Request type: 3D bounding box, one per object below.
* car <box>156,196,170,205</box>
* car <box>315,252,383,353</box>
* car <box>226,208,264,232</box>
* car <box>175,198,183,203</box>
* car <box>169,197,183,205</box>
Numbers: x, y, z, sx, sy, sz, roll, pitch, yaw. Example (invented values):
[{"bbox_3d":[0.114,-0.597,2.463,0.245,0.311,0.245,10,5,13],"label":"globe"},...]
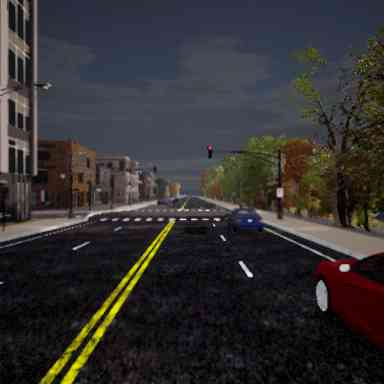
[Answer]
[{"bbox_3d":[-6.603,2.153,72.415,2.033,1.411,5.357,0,0,0],"label":"car"},{"bbox_3d":[3.348,1.518,4.597,1.882,1.535,5.008,0,-1,0],"label":"car"},{"bbox_3d":[3.346,1.731,21.716,2.033,1.411,5.357,0,0,0],"label":"car"},{"bbox_3d":[-3.406,2.289,88.016,1.994,1.385,4.181,0,0,0],"label":"car"},{"bbox_3d":[-3.353,2.114,72.427,1.837,1.490,4.892,0,0,0],"label":"car"}]
